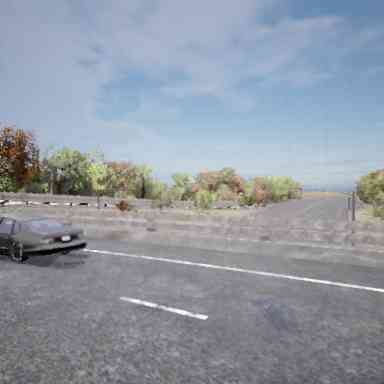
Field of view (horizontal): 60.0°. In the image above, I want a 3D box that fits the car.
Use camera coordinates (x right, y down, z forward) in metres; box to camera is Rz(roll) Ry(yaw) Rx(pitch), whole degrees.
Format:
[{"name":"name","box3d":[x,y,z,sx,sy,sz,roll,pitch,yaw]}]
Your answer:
[{"name":"car","box3d":[-6.147,1.505,11.682,5.357,1.411,2.033,0,0,29]}]
